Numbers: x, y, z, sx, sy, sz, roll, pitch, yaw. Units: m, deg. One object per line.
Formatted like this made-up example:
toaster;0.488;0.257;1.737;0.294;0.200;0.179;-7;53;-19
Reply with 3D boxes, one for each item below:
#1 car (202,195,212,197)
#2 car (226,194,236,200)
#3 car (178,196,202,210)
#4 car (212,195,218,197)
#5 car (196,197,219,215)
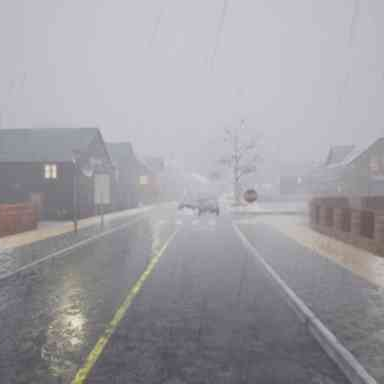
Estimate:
car;1.707;1.361;55.194;1.895;1.301;4.718;0;0;10
car;9.426;1.151;79.814;1.882;1.535;5.008;0;0;13
car;-0.418;1.372;40.022;2.033;1.411;5.357;0;0;7
car;4.390;1.281;69.702;1.895;1.301;4.718;0;0;11
car;1.707;1.465;32.205;1.895;1.301;4.718;0;0;5
